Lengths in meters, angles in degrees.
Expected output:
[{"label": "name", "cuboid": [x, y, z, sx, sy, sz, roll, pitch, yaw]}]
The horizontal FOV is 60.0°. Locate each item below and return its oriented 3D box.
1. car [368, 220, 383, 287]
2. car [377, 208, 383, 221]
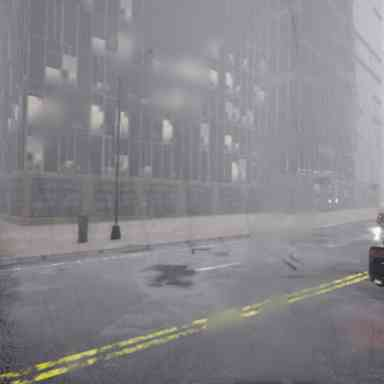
[{"label": "car", "cuboid": [6.296, 1.541, 8.293, 5.008, 1.535, 1.882, 0, 0, -38]}, {"label": "car", "cuboid": [15.529, 1.638, 24.864, 5.008, 1.535, 1.882, 0, 0, -43]}]
